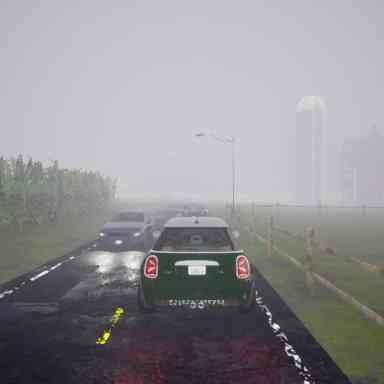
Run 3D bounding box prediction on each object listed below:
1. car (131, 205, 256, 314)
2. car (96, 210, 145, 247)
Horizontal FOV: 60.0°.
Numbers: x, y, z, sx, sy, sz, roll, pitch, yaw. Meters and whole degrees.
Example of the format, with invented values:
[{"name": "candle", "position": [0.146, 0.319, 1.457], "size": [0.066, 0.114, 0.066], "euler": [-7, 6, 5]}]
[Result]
[{"name": "car", "position": [0.098, 1.351, 7.775], "size": [2.097, 1.767, 4.553], "euler": [0, 0, 0]}, {"name": "car", "position": [-2.820, 1.547, 15.426], "size": [2.033, 1.411, 5.357], "euler": [0, 0, 0]}]
